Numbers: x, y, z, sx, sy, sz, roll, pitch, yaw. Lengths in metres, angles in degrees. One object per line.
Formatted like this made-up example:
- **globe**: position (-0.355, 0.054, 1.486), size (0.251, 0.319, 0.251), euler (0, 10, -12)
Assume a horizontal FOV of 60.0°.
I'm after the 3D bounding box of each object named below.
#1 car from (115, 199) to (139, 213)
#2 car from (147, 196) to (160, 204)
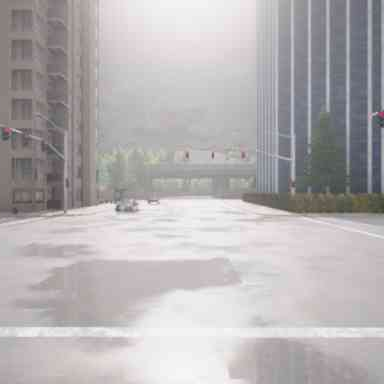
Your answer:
- **car**: position (-7.031, 1.517, 36.429), size (2.128, 1.511, 4.902), euler (0, 1, 2)
- **car**: position (-6.997, 1.412, 60.569), size (1.994, 1.385, 4.181), euler (0, 0, 0)
